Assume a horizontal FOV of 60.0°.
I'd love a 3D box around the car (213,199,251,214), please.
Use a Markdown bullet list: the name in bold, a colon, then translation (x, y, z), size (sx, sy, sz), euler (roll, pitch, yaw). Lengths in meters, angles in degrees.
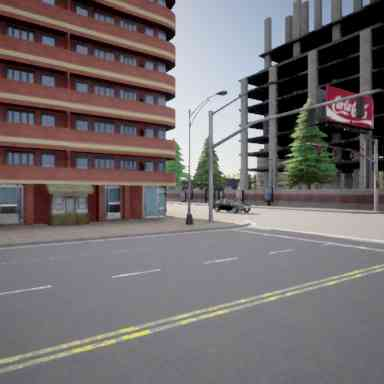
- **car**: translation (4.209, 1.485, 35.904), size (2.128, 1.511, 4.902), euler (0, 0, -35)
